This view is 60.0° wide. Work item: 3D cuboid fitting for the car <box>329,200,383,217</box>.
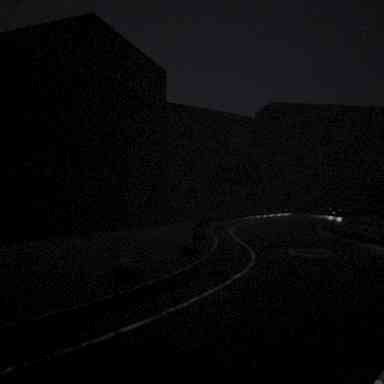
[{"bbox_3d":[15.052,1.454,29.706,5.357,1.411,2.033,0,0,-12],"label":"car"}]
